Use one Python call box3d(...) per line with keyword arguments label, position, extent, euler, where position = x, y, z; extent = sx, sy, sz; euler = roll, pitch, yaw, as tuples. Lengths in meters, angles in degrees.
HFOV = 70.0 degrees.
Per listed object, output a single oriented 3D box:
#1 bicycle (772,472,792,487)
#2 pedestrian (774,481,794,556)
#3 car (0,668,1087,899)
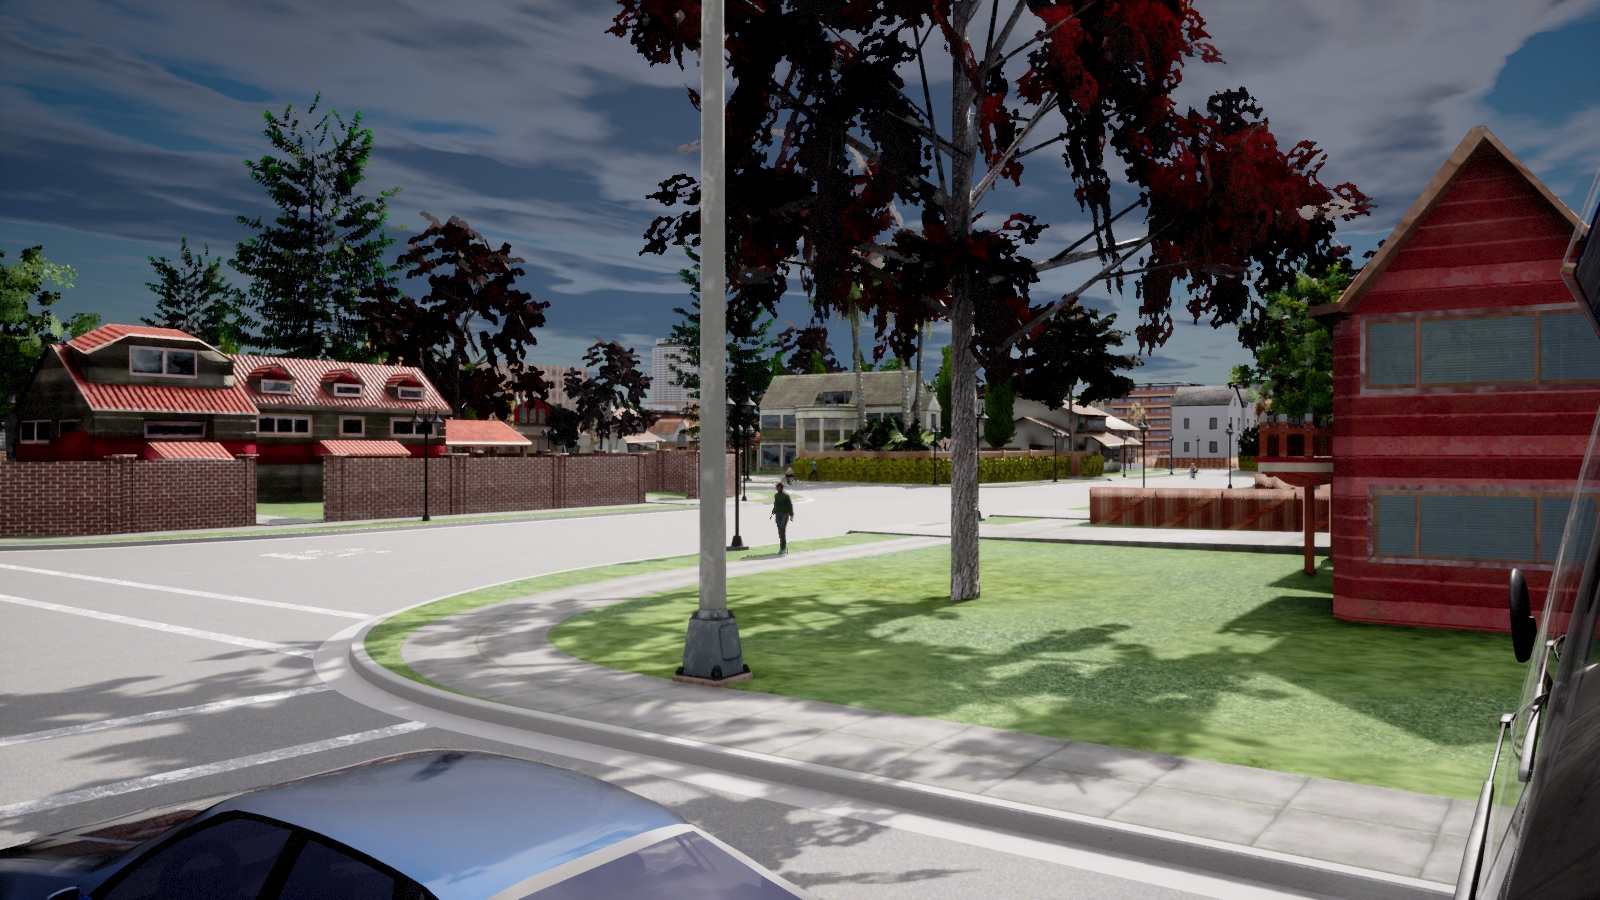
box3d(label="bicycle", position=(-1.383, 2.256, 86.989), extent=(0.859, 1.080, 1.487), euler=(0, 0, 34))
box3d(label="pedestrian", position=(-0.403, 1.704, 28.684), extent=(0.375, 1.860, 0.375), euler=(0, 0, 35))
box3d(label="car", position=(-1.713, 2.106, 4.943), extent=(5.357, 1.411, 2.033), euler=(0, 0, 36))
